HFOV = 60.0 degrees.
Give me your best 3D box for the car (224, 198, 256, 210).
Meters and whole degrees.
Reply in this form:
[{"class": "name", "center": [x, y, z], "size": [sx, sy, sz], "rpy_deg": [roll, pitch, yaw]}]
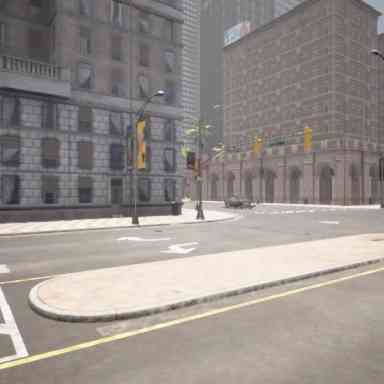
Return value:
[{"class": "car", "center": [6.344, 1.492, 44.199], "size": [2.128, 1.511, 4.902], "rpy_deg": [0, 0, -34]}]
